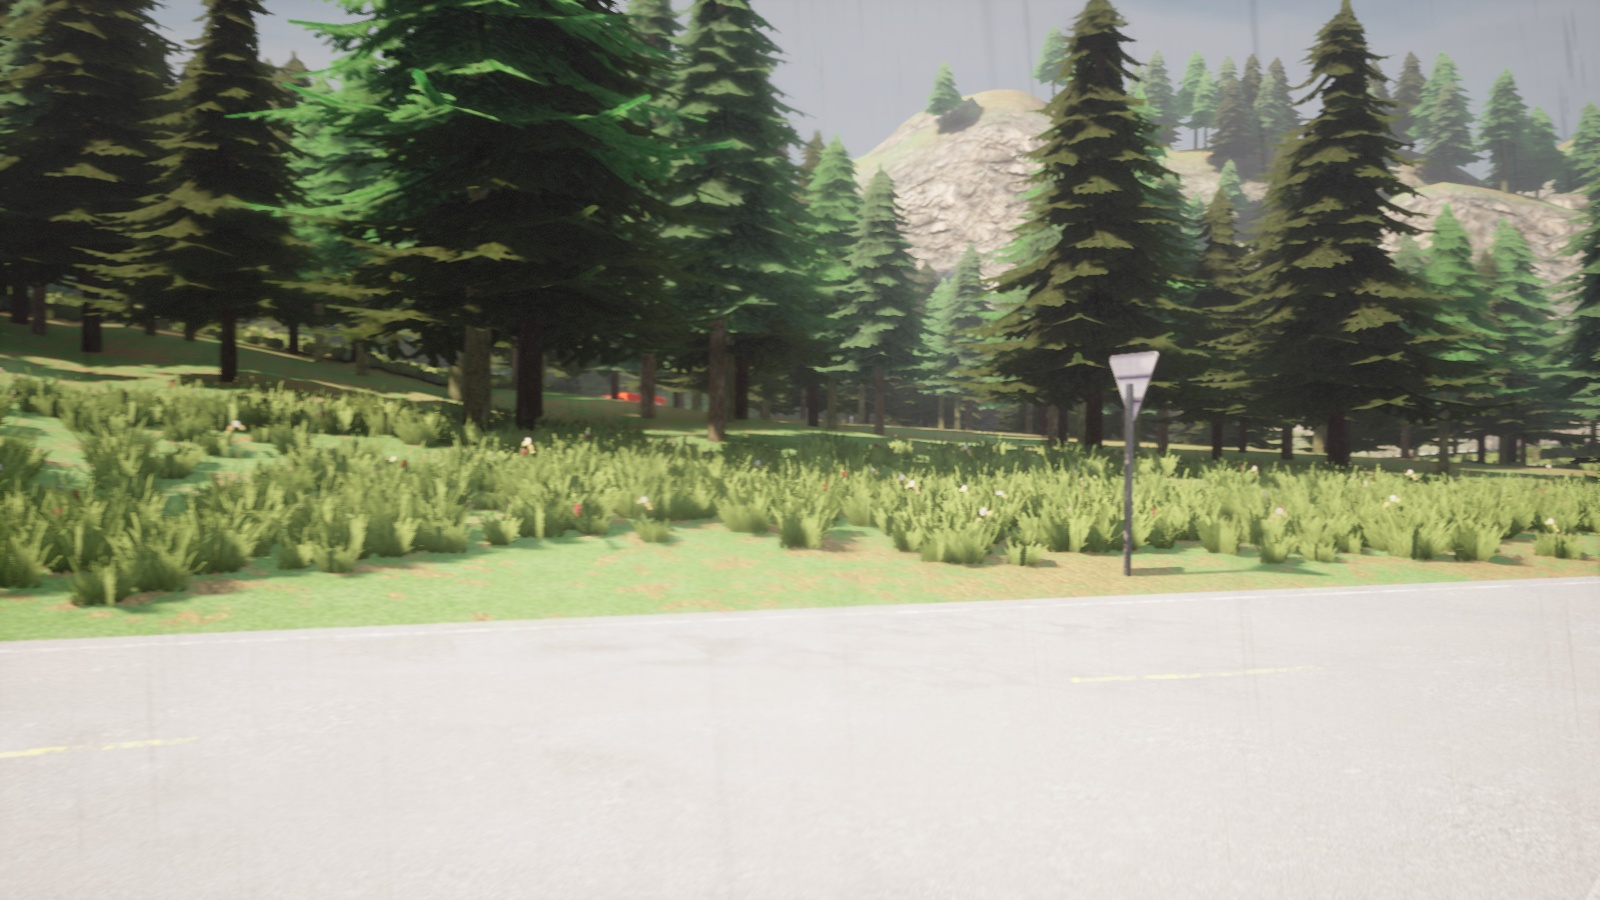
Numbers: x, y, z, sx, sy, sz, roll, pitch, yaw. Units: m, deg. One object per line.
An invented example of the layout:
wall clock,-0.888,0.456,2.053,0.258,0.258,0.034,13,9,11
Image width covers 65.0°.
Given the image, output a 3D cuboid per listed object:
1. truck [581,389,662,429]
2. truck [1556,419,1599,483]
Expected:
truck,-13.417,-3.038,94.480,5.204,2.467,2.627,6,-4,-39
truck,45.304,0.090,67.395,2.891,3.462,7.936,1,0,-22
